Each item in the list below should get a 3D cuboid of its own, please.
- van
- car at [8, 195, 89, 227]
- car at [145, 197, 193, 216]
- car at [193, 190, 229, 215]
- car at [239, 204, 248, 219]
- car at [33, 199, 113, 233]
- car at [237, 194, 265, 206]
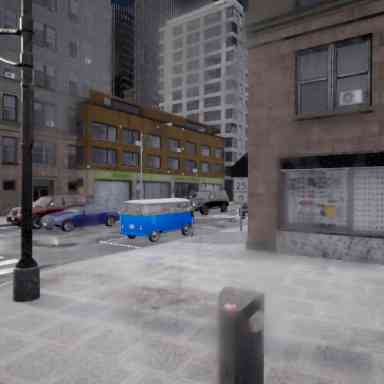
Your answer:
[{"bbox_3d":[-1.463,1.208,15.465,1.690,1.788,3.998,1,1,35],"label":"van"},{"bbox_3d":[-8.424,1.123,20.384,2.192,1.841,5.009,1,1,35],"label":"car"},{"bbox_3d":[-1.952,1.215,29.549,1.887,1.381,4.507,1,1,35],"label":"car"},{"bbox_3d":[1.249,0.883,29.491,2.150,2.045,5.566,0,2,35],"label":"car"},{"bbox_3d":[5.010,1.280,24.629,2.008,1.369,4.403,1,1,35],"label":"car"},{"bbox_3d":[-6.201,1.351,18.939,1.812,1.442,4.674,0,1,35],"label":"car"},{"bbox_3d":[7.759,1.027,43.292,1.947,1.339,4.313,1,2,35],"label":"car"}]
